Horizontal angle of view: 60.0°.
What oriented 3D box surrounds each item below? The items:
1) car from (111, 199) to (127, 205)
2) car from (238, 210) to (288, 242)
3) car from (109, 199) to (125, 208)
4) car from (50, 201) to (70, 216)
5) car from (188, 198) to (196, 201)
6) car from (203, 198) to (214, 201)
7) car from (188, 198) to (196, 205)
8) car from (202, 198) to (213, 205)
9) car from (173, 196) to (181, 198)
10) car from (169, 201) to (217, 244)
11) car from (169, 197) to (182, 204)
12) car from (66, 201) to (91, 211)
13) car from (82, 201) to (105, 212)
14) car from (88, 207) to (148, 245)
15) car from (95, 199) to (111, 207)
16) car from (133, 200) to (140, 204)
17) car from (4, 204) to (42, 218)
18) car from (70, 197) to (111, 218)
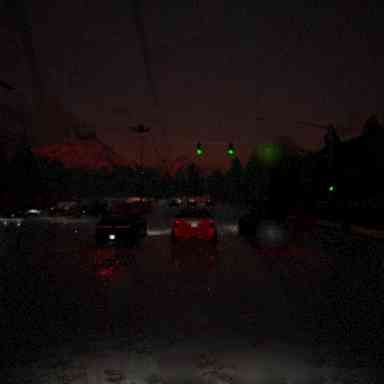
[{"bbox_3d":[-10.576,1.874,47.984,2.097,1.767,4.553,0,-1,0],"label":"car"},{"bbox_3d":[3.597,1.683,17.432,2.128,1.511,4.902,0,-1,0],"label":"car"},{"bbox_3d":[-14.024,2.184,62.671,1.837,1.490,4.892,0,0,0],"label":"car"},{"bbox_3d":[-14.086,1.758,37.245,2.097,1.767,4.553,0,-1,0],"label":"car"},{"bbox_3d":[-0.011,2.203,65.341,2.128,1.511,4.902,0,-1,0],"label":"car"},{"bbox_3d":[3.489,2.203,65.341,2.128,1.511,4.902,0,-1,0],"label":"car"},{"bbox_3d":[-0.013,2.181,75.762,1.812,1.442,4.674,0,-1,0],"label":"car"},{"bbox_3d":[3.487,2.182,75.762,2.128,1.511,4.902,0,-1,0],"label":"car"},{"bbox_3d":[-3.513,1.882,75.794,2.150,2.045,5.566,0,-1,0],"label":"car"},{"bbox_3d":[0.097,1.540,17.160,2.097,1.767,4.553,0,-1,0],"label":"car"},{"bbox_3d":[-3.511,2.241,65.756,1.812,1.442,4.674,0,-1,0],"label":"car"},{"bbox_3d":[-17.541,2.109,51.626,2.033,1.411,5.357,0,-1,0],"label":"car"},{"bbox_3d":[-14.079,2.047,47.849,1.812,1.442,4.674,0,0,0],"label":"car"},{"bbox_3d":[-3.402,1.686,16.605,1.837,1.490,4.892,0,-1,0],"label":"car"},{"bbox_3d":[-17.511,2.214,65.566,1.837,1.490,4.892,0,-1,0],"label":"car"},{"bbox_3d":[-10.511,2.261,65.567,2.033,1.411,5.357,0,-1,0],"label":"car"},{"bbox_3d":[-17.621,1.929,35.029,2.033,1.411,5.357,0,-1,-4],"label":"car"},{"bbox_3d":[-10.588,1.606,35.268,2.150,2.045,5.566,0,-1,0],"label":"car"}]
